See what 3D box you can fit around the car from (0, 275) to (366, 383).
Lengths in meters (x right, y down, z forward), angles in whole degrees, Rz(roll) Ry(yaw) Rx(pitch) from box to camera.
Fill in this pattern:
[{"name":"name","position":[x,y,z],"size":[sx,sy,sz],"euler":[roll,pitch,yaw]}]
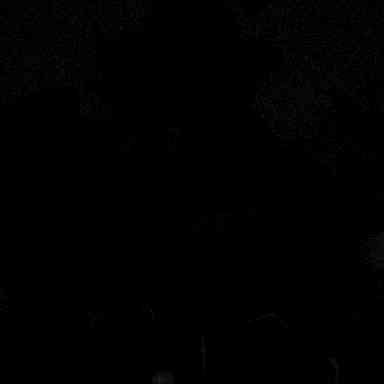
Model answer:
[{"name":"car","position":[-0.273,1.629,3.052],"size":[4.718,1.301,1.895],"euler":[1,-1,-42]}]
